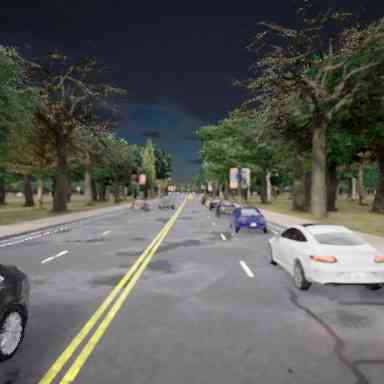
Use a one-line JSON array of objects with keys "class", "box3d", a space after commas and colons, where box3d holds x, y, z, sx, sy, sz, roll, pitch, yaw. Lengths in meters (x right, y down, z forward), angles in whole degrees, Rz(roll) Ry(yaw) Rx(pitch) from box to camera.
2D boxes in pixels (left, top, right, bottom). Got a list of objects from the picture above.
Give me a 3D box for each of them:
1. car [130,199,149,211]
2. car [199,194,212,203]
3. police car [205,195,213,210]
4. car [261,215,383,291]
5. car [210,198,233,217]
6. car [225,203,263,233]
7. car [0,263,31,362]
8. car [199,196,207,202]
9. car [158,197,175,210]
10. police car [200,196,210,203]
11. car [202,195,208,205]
[{"class": "car", "box3d": [-6.665, 1.699, 42.745, 1.812, 1.442, 4.674, 0, 0, 0]}, {"class": "car", "box3d": [3.054, 1.466, 65.554, 2.150, 2.045, 5.566, 0, 0, 0]}, {"class": "police car", "box3d": [3.169, 1.601, 43.623, 1.930, 1.638, 5.238, 0, 0, 0]}, {"class": "car", "box3d": [3.348, 1.566, 9.010, 1.812, 1.442, 4.674, 0, -1, 0]}, {"class": "car", "box3d": [3.208, 1.627, 32.508, 2.128, 1.511, 4.902, 0, 0, 0]}, {"class": "car", "box3d": [3.336, 1.612, 20.308, 1.812, 1.442, 4.674, 0, 0, 0]}, {"class": "car", "box3d": [-3.351, 1.519, 3.129, 1.837, 1.490, 4.892, 0, 0, 0]}, {"class": "car", "box3d": [2.892, 1.832, 87.533, 1.812, 1.442, 4.674, 0, 0, 0]}, {"class": "car", "box3d": [-3.423, 1.534, 45.588, 2.097, 1.767, 4.553, 0, 0, 0]}, {"class": "police car", "box3d": [2.978, 1.783, 76.529, 2.038, 1.542, 4.974, 0, 0, 0]}, {"class": "car", "box3d": [3.117, 1.668, 54.708, 1.801, 1.575, 5.366, 0, 0, 0]}]
